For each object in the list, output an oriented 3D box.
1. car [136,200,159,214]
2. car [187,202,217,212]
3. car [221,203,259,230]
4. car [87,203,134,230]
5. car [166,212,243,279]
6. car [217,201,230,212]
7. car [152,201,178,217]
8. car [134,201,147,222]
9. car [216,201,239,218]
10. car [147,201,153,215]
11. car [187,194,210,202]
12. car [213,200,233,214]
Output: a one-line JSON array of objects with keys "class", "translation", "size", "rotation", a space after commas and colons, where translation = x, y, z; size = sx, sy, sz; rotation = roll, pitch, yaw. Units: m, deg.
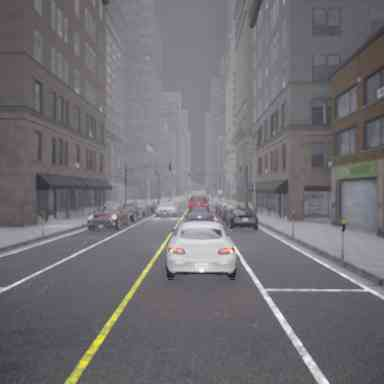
[{"class": "car", "translation": [-5.033, 1.700, 38.219], "size": [1.887, 1.381, 4.507], "rotation": [-1, 0, 1]}, {"class": "car", "translation": [0.556, 1.661, 24.214], "size": [1.994, 1.385, 4.181], "rotation": [0, 0, 1]}, {"class": "car", "translation": [3.161, 1.653, 21.537], "size": [1.947, 1.339, 4.313], "rotation": [-1, 0, 1]}, {"class": "car", "translation": [-5.364, 1.526, 21.707], "size": [1.967, 1.590, 4.097], "rotation": [-1, 0, 1]}, {"class": "car", "translation": [0.270, 1.565, 10.050], "size": [1.812, 1.442, 4.674], "rotation": [0, 0, 1]}, {"class": "car", "translation": [3.271, 1.655, 27.041], "size": [1.887, 1.381, 4.507], "rotation": [-1, 0, 1]}, {"class": "car", "translation": [-2.403, 1.658, 32.653], "size": [1.812, 1.442, 4.674], "rotation": [0, 0, 2]}, {"class": "car", "translation": [-5.253, 1.675, 27.211], "size": [1.947, 1.339, 4.313], "rotation": [-1, 0, 1]}, {"class": "car", "translation": [3.380, 1.679, 32.545], "size": [1.887, 1.381, 4.507], "rotation": [-1, 0, 1]}, {"class": "car", "translation": [-5.143, 1.683, 32.715], "size": [2.008, 1.369, 4.403], "rotation": [-1, 0, 1]}, {"class": "car", "translation": [0.691, 1.368, 35.708], "size": [2.150, 2.045, 5.566], "rotation": [0, 0, 1]}, {"class": "car", "translation": [3.490, 1.702, 38.049], "size": [1.887, 1.381, 4.507], "rotation": [-1, 0, 1]}]
